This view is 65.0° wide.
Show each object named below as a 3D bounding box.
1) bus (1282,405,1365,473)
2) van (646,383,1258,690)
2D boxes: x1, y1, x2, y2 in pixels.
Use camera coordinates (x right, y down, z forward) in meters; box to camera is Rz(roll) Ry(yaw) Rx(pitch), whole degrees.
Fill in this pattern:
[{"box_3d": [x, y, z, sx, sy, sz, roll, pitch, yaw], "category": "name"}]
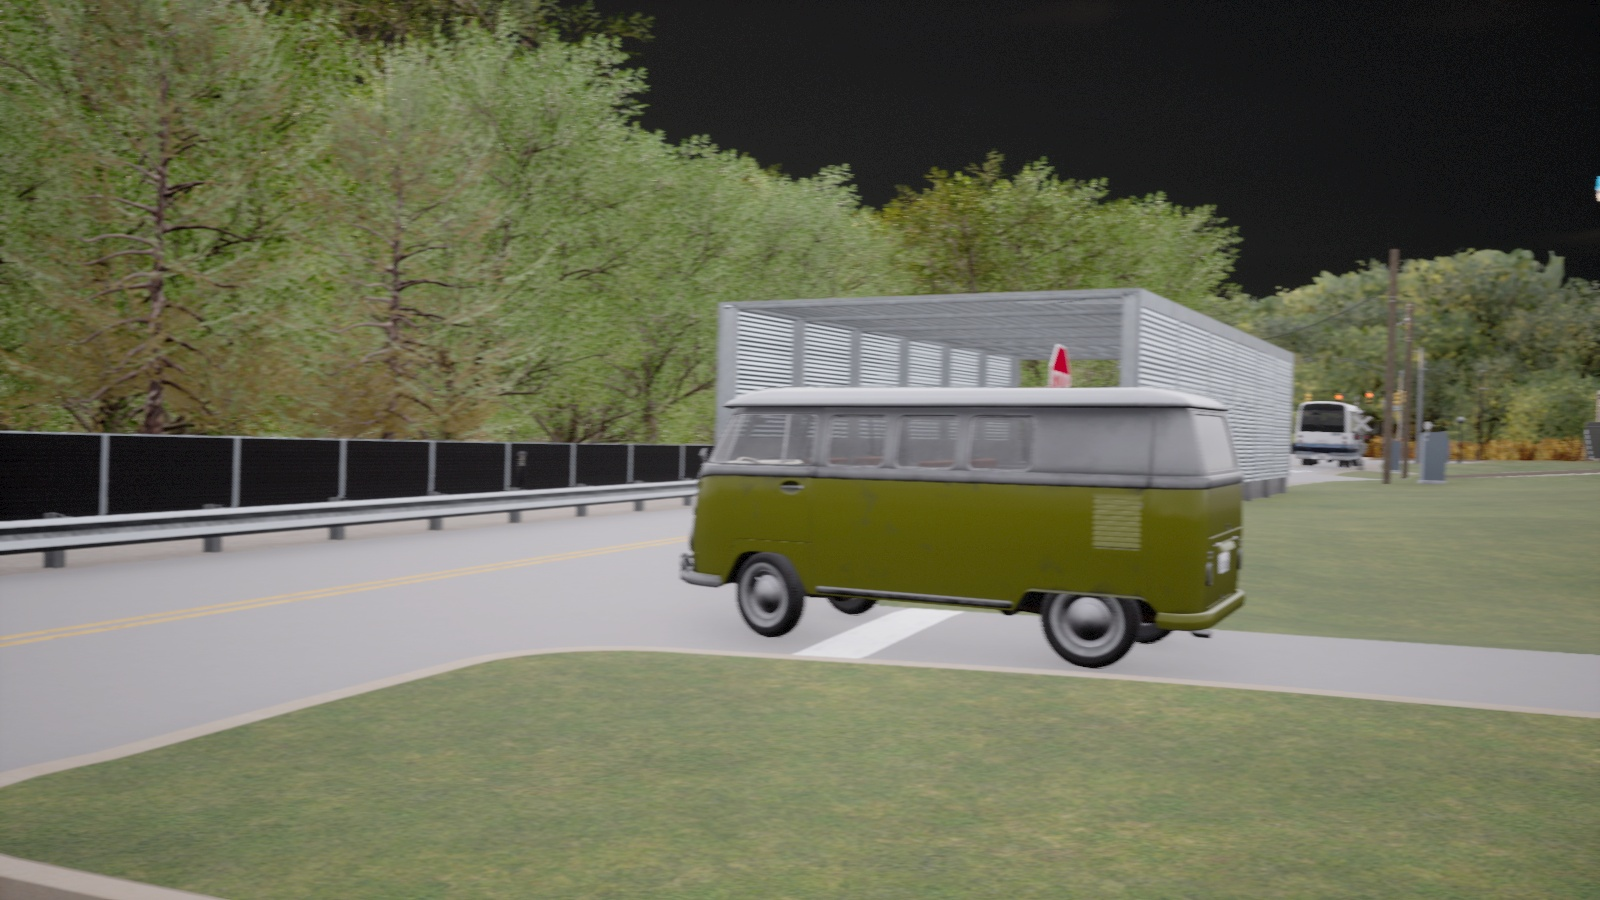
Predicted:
[{"box_3d": [35.735, -0.745, 85.410, 3.944, 4.253, 10.273, 3, 2, 29], "category": "bus"}, {"box_3d": [1.132, 0.504, 9.963, 4.442, 1.987, 1.775, 2, 1, 29], "category": "van"}]
